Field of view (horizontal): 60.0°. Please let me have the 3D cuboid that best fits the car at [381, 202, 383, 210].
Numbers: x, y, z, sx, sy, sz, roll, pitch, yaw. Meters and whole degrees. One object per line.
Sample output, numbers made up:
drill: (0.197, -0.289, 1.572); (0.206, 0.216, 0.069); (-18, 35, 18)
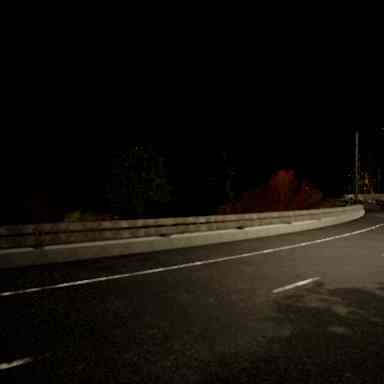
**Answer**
car: (32.895, 2.255, 55.533); (2.128, 1.511, 4.902); (0, -1, 19)
